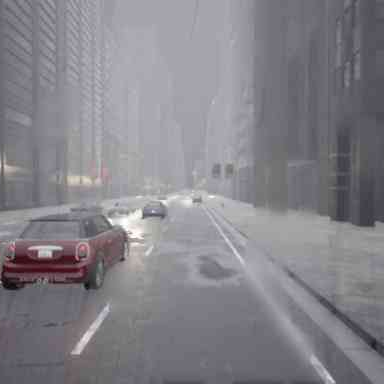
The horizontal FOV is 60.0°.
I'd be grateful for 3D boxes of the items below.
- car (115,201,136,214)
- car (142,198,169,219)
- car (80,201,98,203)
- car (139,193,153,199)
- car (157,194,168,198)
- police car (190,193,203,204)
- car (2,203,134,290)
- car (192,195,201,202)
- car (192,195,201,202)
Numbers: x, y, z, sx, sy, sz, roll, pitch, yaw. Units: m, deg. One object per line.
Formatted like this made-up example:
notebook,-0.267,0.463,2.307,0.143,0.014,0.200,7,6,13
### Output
car,-6.578,1.568,31.301,1.895,1.301,4.718,0,0,0
car,-3.141,1.535,28.935,1.994,1.385,4.181,0,0,0
car,-9.829,1.568,31.301,1.895,1.301,4.718,0,0,0
car,-9.729,1.248,72.622,1.882,1.535,5.008,0,0,0
car,-6.478,1.125,72.650,2.097,1.767,4.553,0,0,0
police car,0.994,1.340,60.815,1.930,1.638,5.238,0,0,0
car,-3.149,1.346,9.258,2.097,1.767,4.553,0,0,0
car,0.996,1.403,70.706,1.837,1.490,4.892,0,0,0
car,0.998,1.391,76.706,1.837,1.490,4.892,0,0,0
